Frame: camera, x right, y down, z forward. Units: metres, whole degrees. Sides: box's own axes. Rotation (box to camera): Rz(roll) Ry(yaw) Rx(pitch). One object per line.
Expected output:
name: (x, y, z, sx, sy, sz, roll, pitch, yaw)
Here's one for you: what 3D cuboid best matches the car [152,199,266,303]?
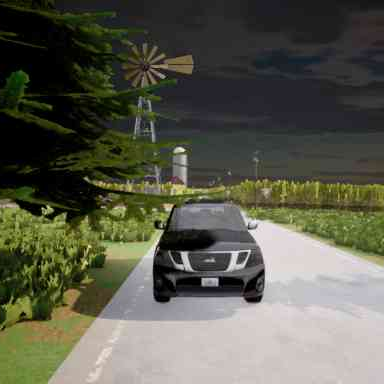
car: (0.331, 1.221, 8.579, 2.150, 2.045, 5.566, 0, 0, 0)
